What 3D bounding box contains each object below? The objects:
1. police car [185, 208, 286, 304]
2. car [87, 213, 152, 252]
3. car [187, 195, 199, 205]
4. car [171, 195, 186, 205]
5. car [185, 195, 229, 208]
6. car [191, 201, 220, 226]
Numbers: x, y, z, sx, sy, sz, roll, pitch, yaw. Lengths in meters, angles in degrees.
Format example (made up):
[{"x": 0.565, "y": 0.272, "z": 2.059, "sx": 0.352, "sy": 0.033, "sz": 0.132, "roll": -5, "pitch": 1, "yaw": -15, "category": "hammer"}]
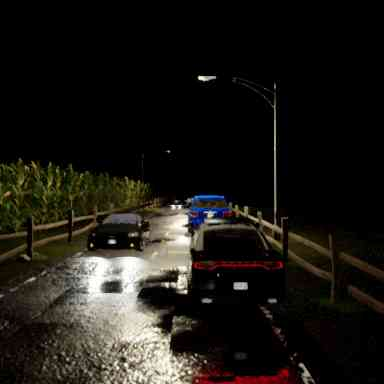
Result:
[{"x": 0.848, "y": 1.420, "z": 8.331, "sx": 1.930, "sy": 1.638, "sz": 5.238, "roll": 0, "pitch": 0, "yaw": 0, "category": "police car"}, {"x": -2.812, "y": 1.555, "z": 13.663, "sx": 1.994, "sy": 1.385, "sz": 4.181, "roll": 0, "pitch": 0, "yaw": 0, "category": "car"}, {"x": 0.168, "y": 1.368, "z": 60.181, "sx": 2.097, "sy": 1.767, "sz": 4.553, "roll": 0, "pitch": 0, "yaw": 0, "category": "car"}, {"x": -2.659, "y": 1.507, "z": 58.627, "sx": 2.128, "sy": 1.511, "sz": 4.902, "roll": 0, "pitch": 0, "yaw": 0, "category": "car"}, {"x": 0.875, "y": 1.213, "z": 18.251, "sx": 2.150, "sy": 2.045, "sz": 5.566, "roll": 0, "pitch": 0, "yaw": 0, "category": "car"}, {"x": 0.892, "y": 1.462, "z": 24.220, "sx": 1.882, "sy": 1.535, "sz": 5.008, "roll": 0, "pitch": 0, "yaw": 0, "category": "car"}]
